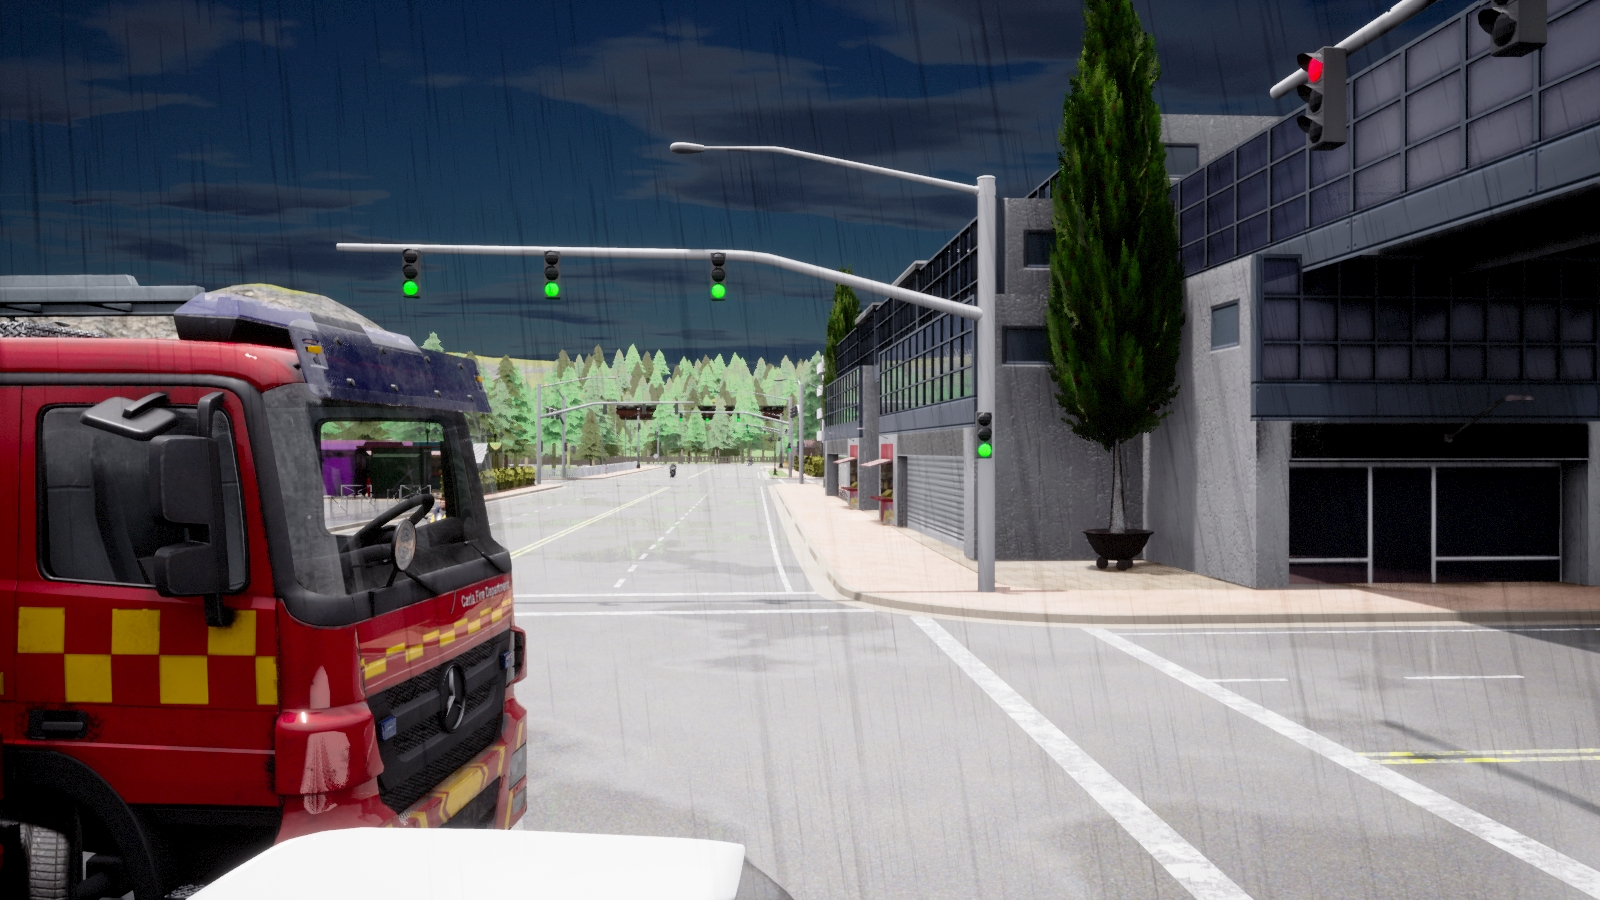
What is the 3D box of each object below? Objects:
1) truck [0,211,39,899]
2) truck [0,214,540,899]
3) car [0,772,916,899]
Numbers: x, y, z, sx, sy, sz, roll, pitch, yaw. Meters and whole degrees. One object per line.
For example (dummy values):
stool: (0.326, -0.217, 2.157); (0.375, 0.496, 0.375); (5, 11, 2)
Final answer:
truck: (-7.587, 0.890, 3.490); (8.468, 3.827, 2.891); (0, 0, -3)
truck: (-6.102, 0.890, 6.659); (8.468, 3.827, 2.891); (0, 0, 4)
car: (-1.549, 2.065, 3.579); (3.806, 1.475, 1.970); (0, 0, 5)
